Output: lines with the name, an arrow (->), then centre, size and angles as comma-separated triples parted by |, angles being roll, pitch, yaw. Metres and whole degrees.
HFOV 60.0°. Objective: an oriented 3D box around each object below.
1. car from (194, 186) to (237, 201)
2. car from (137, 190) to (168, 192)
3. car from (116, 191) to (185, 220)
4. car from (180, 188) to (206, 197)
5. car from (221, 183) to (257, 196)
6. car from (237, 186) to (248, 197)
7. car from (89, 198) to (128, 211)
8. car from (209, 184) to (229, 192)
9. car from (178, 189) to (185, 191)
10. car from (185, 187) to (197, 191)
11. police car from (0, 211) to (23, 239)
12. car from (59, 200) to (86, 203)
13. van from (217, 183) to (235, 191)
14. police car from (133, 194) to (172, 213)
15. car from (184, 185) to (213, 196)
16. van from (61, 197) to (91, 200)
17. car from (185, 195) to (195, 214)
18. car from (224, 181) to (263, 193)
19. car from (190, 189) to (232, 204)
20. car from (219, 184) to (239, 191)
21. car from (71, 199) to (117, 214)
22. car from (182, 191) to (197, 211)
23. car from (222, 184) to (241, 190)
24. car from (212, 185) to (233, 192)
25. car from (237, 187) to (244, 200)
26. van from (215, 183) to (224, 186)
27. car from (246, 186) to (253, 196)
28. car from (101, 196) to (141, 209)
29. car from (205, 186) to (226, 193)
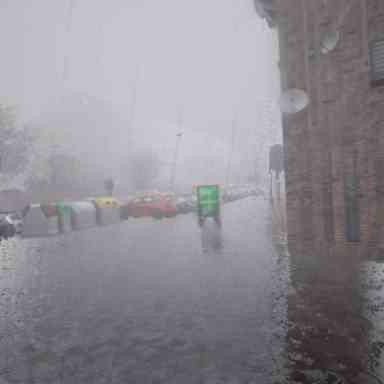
car -> 3.117, 0.569, 44.193 | 4.553, 1.767, 2.185 | -3, 2, 23
car -> -6.383, 0.727, 53.287 | 5.566, 2.045, 2.435 | -3, 2, 23
car -> -3.889, 1.317, 28.142 | 5.566, 2.045, 2.435 | -3, 1, 23
car -> 0.216, 0.106, 68.685 | 4.792, 1.488, 2.163 | -3, 2, 23
car -> 7.762, -0.068, 55.107 | 4.553, 1.767, 2.185 | -3, 2, 23
car -> 5.422, 0.419, 49.600 | 4.674, 1.452, 2.002 | -3, 2, 23
car -> -10.817, 1.621, 43.063 | 4.674, 1.452, 2.002 | -3, 2, 23
car -> 6.840, -0.953, 84.045 | 4.553, 1.767, 2.185 | -3, 2, 23
car -> -4.268, 0.560, 58.322 | 4.553, 1.767, 2.185 | -3, 2, 23
car -> -1.942, 0.405, 63.537 | 4.792, 1.488, 2.163 | -3, 2, 24
police car -> -11.110, 1.964, 20.558 | 2.038, 1.542, 4.974 | -2, 0, 5
car -> -14.137, 2.002, 35.364 | 4.892, 1.521, 2.231 | -3, 1, 23
van -> 9.181, -1.360, 89.106 | 4.442, 1.987, 1.878 | -3, 2, 23
police car -> -4.432, 1.293, 38.297 | 1.930, 1.638, 5.238 | -3, 2, 23
car -> 1.306, -0.325, 71.235 | 5.566, 2.045, 2.435 | -3, 2, 23
van -> -12.936, 1.646, 37.888 | 4.442, 1.987, 1.878 | -3, 2, 23
car -> -2.675, 1.455, 30.834 | 5.008, 1.535, 2.097 | -3, 2, 23
car -> 8.922, -0.348, 57.658 | 5.566, 2.045, 2.435 | -3, 2, 23
car -> 1.988, 0.849, 41.629 | 4.892, 1.521, 2.231 | -3, 2, 23
car -> 10.188, -1.279, 91.723 | 4.892, 1.521, 2.231 | -3, 2, 23
car -> -11.928, 1.733, 40.506 | 4.892, 1.521, 2.231 | -3, 2, 23
car -> -1.594, 1.201, 33.440 | 4.553, 1.767, 2.185 | -3, 2, 23
car -> 11.305, -1.430, 94.280 | 4.892, 1.521, 2.231 | -3, 2, 23
car -> 7.937, -0.973, 86.482 | 5.008, 1.535, 2.097 | -3, 2, 23
car -> 4.288, 0.566, 46.893 | 4.792, 1.488, 2.163 | -3, 2, 23
van -> 4.544, -0.748, 78.955 | 4.442, 1.987, 1.878 | -3, 2, 23
car -> 6.635, 0.254, 52.408 | 4.674, 1.452, 2.002 | -3, 2, 23
car -> -9.755, 1.438, 45.506 | 4.892, 1.521, 2.231 | -3, 2, 23
car -> 5.775, -0.638, 81.477 | 4.674, 1.452, 2.002 | -3, 2, 23
